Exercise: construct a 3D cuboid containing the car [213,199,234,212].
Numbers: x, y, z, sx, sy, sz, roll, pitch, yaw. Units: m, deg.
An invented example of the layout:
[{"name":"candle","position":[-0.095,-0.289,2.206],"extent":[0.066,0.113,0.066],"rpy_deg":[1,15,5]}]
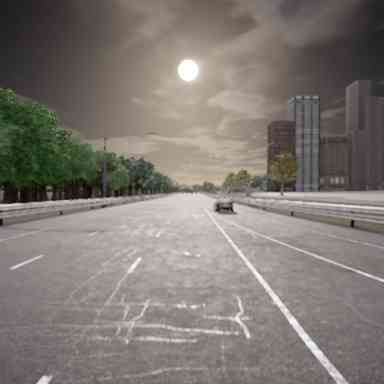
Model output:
[{"name":"car","position":[3.670,1.521,39.204],"extent":[2.163,1.488,4.792],"rpy_deg":[0,0,-2]}]
